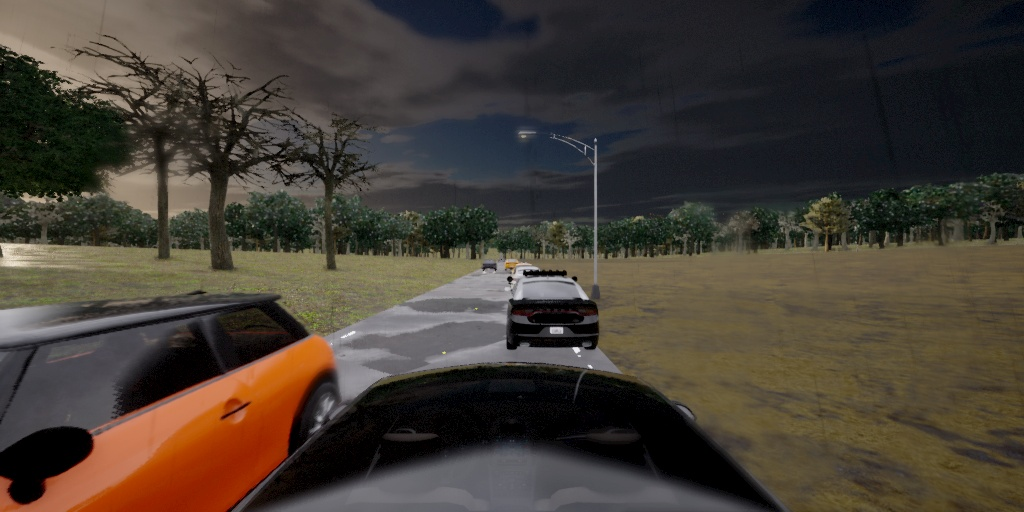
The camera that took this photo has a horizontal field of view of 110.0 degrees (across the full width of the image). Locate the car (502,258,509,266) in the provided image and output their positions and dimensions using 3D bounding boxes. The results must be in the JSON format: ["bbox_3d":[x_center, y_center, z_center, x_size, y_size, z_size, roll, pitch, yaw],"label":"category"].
[{"bbox_3d":[0.028,1.142,48.502,1.882,1.535,5.008,0,0,0],"label":"car"}]

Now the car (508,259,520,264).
[{"bbox_3d":[0.820,1.180,25.293,1.801,1.575,5.366,0,0,0],"label":"car"}]

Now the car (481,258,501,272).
[{"bbox_3d":[-2.862,1.220,46.071,2.033,1.411,5.357,0,0,0],"label":"car"}]

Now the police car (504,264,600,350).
[{"bbox_3d":[0.823,1.171,9.213,1.930,1.638,5.238,0,0,0],"label":"police car"}]

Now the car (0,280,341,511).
[{"bbox_3d":[-2.850,1.102,1.877,2.097,1.767,4.553,0,0,0],"label":"car"}]

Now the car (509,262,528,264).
[{"bbox_3d":[0.822,1.260,19.103,1.812,1.442,4.674,0,0,0],"label":"car"}]
